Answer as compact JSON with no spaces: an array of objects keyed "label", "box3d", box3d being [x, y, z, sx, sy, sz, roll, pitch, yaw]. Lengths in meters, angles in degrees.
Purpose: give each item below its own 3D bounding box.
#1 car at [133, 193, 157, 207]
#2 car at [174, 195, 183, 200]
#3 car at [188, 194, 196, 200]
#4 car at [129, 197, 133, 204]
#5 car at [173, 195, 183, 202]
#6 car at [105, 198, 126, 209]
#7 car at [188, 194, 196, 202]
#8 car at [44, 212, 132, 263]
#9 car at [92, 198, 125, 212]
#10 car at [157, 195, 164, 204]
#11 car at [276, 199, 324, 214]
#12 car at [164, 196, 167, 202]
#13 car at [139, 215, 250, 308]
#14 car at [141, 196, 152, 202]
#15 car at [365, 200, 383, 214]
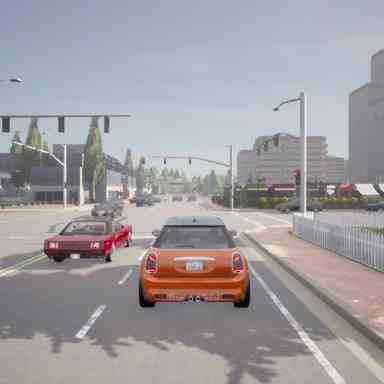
[{"label":"car","box3d":[-7.121,1.222,51.162,2.150,2.045,5.566,0,0,1]},{"label":"car","box3d":[-3.544,1.425,87.709,1.994,1.385,4.181,0,0,0]},{"label":"car","box3d":[-0.044,1.398,87.712,2.128,1.511,4.902,0,0,0]},{"label":"car","box3d":[-10.585,1.601,62.827,1.895,1.301,4.718,0,0,0]},{"label":"car","box3d":[-3.539,1.513,77.754,1.812,1.442,4.674,0,0,0]},{"label":"car","box3d":[-10.621,1.564,46.334,1.994,1.385,4.181,0,0,0]},{"label":"car","box3d":[-0.039,1.531,77.437,2.033,1.411,5.357,0,0,0]},{"label":"car","box3d":[-3.422,1.601,11.996,1.895,1.301,4.718,0,0,0]},{"label":"car","box3d":[-7.115,1.491,28.323,2.128,1.511,4.902,0,0,0]},{"label":"car","box3d":[-7.084,1.564,63.720,1.994,1.385,4.181,0,0,0]},{"label":"car","box3d":[11.254,1.491,34.762,4.902,1.511,2.128,0,0,-1]},{"label":"car","box3d":[-7.039,1.518,78.549,1.812,1.442,4.674,0,0,0]},{"label":"car","box3d":[0.060,1.352,8.101,2.097,1.767,4.553,0,0,0]},{"label":"car","box3d":[-10.539,1.550,77.533,1.994,1.385,4.181,0,0,0]},{"label":"car","box3d":[20.898,1.478,35.005,5.008,1.535,1.882,0,0,-2]}]
